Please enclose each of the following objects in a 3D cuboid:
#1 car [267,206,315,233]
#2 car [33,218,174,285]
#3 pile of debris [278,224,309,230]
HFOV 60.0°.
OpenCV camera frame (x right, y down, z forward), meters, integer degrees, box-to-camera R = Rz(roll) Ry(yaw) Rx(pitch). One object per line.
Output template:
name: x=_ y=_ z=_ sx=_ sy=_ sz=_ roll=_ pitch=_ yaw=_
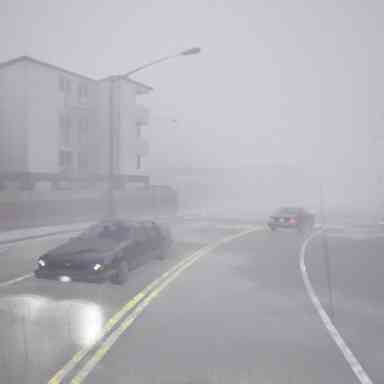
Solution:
car: x=6.193 y=1.598 z=20.428 sx=2.033 sy=1.411 sz=5.357 roll=2 pitch=1 yaw=30
car: x=-2.069 y=1.504 z=9.755 sx=2.033 sy=1.411 sz=5.357 roll=1 pitch=0 yaw=15
pile of debris: x=6.570 y=2.229 z=21.479 sx=1.500 sy=0.140 sz=1.860 roll=1 pitch=1 yaw=32
